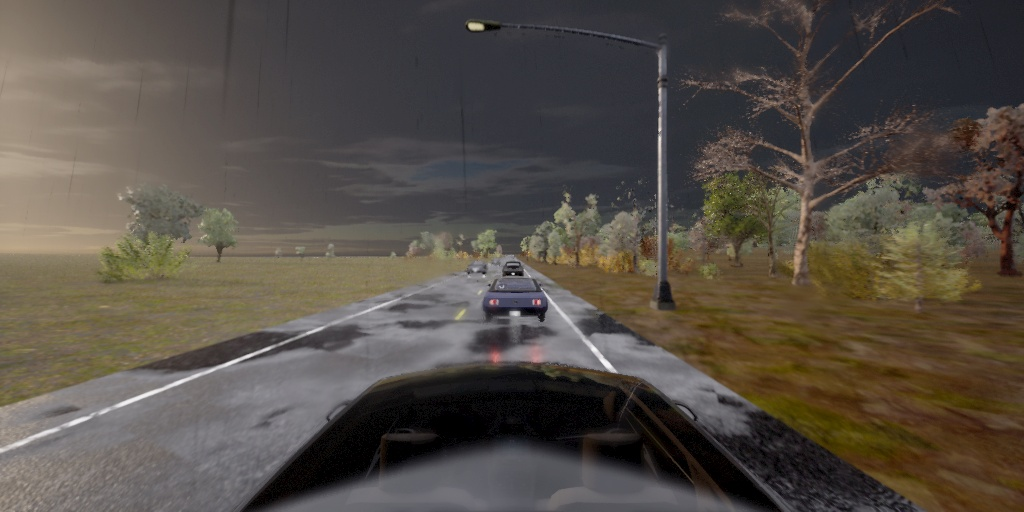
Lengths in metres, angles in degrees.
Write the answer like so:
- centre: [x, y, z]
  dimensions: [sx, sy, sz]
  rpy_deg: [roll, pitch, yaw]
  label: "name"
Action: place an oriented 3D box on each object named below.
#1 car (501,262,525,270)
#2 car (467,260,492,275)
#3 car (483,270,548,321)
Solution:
- centre: [0.098, 1.246, 32.478]
  dimensions: [1.837, 1.490, 4.892]
  rpy_deg: [0, 0, 0]
  label: "car"
- centre: [-3.597, 1.229, 37.858]
  dimensions: [2.128, 1.511, 4.902]
  rpy_deg: [0, 0, 0]
  label: "car"
- centre: [0.099, 1.350, 12.423]
  dimensions: [1.895, 1.301, 4.718]
  rpy_deg: [0, 0, 0]
  label: "car"
